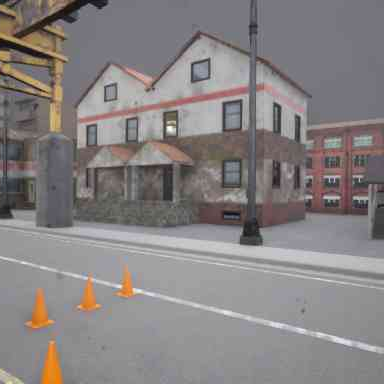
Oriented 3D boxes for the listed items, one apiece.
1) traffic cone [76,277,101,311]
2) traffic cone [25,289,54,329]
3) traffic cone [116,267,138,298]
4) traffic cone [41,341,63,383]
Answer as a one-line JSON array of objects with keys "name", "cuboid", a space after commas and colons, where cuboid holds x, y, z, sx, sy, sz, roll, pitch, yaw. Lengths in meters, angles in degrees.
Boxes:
[{"name": "traffic cone", "cuboid": [-2.004, 1.949, 6.471, 0.340, 0.580, 0.340, 0, 0, 36]}, {"name": "traffic cone", "cuboid": [-2.589, 1.949, 5.660, 0.340, 0.580, 0.340, 0, 0, 36]}, {"name": "traffic cone", "cuboid": [-1.419, 1.949, 7.282, 0.340, 0.580, 0.340, 0, 0, 36]}, {"name": "traffic cone", "cuboid": [-1.552, 1.952, 3.679, 0.340, 0.580, 0.340, 0, 0, 36]}]
